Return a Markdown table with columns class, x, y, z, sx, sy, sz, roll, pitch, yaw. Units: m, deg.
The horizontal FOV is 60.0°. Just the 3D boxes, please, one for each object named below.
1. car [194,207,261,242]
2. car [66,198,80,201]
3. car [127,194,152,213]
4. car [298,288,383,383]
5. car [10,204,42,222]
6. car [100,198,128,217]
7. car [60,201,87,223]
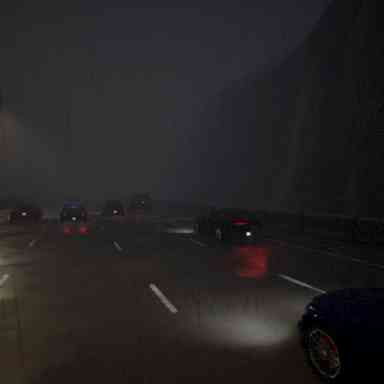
| class | x | y | z | sx | sy | sz | roll | pitch | yaw |
| --- | --- | --- | --- | --- | --- | --- | --- | --- | --- |
| car | 1.605 | 1.539 | 16.644 | 1.837 | 1.490 | 4.892 | 0 | 0 | -20 |
| car | -13.828 | 1.445 | 38.585 | 1.882 | 1.535 | 5.008 | 0 | 1 | -20 |
| car | -6.126 | 1.190 | 37.889 | 2.150 | 2.045 | 5.566 | 0 | 1 | -20 |
| car | 2.919 | 1.523 | 2.791 | 1.812 | 1.442 | 4.674 | 0 | 0 | -20 |
| car | -13.274 | 1.615 | 26.829 | 1.994 | 1.385 | 4.181 | 0 | 0 | -20 |
| car | -7.655 | 1.515 | 31.854 | 1.837 | 1.490 | 4.892 | 0 | 0 | -20 |
| car | -9.336 | 1.646 | 26.243 | 1.895 | 1.301 | 4.718 | 0 | 0 | -20 |
